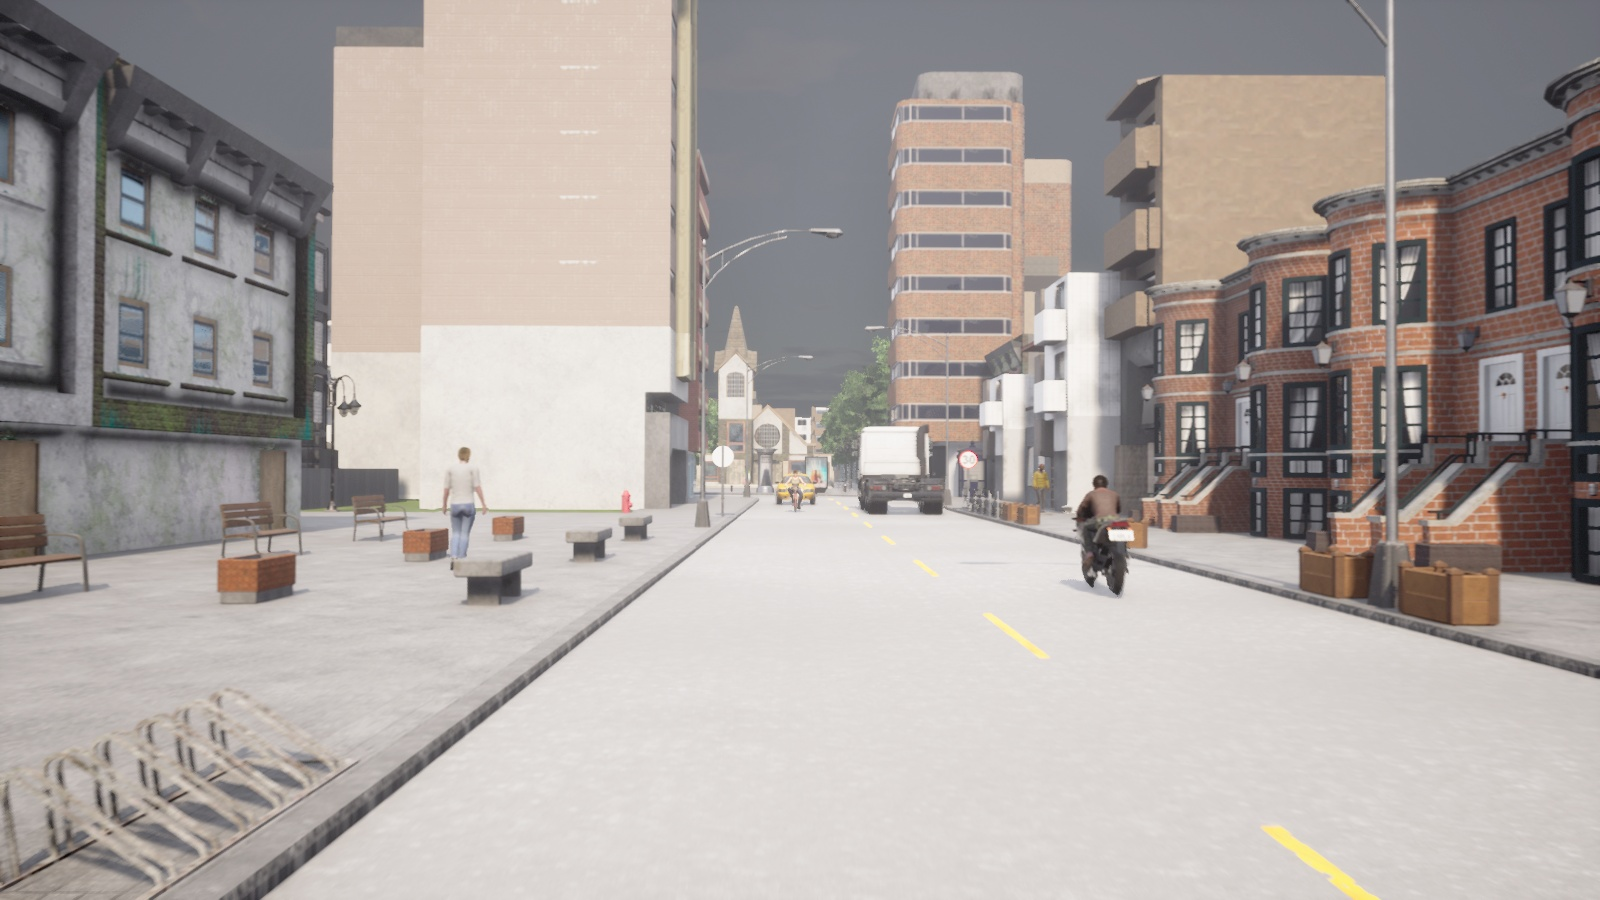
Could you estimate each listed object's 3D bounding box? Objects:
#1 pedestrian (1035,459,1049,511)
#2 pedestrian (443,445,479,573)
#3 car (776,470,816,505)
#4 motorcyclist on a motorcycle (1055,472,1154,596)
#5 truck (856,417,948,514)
[{"bbox_3d":[8.589,1.235,44.647,0.370,1.835,0.726,0,-1,2],"label":"pedestrian"},{"bbox_3d":[-4.950,0.852,18.363,0.354,1.836,0.706,0,-1,-2],"label":"pedestrian"},{"bbox_3d":[-0.177,1.749,59.391,1.801,1.575,5.366,0,-1,0],"label":"car"},{"bbox_3d":[3.962,1.057,16.506,0.797,1.523,2.044,0,-1,0],"label":"motorcyclist on a motorcycle"},{"bbox_3d":[3.839,0.637,48.960,2.891,3.462,7.936,0,-1,0],"label":"truck"}]
